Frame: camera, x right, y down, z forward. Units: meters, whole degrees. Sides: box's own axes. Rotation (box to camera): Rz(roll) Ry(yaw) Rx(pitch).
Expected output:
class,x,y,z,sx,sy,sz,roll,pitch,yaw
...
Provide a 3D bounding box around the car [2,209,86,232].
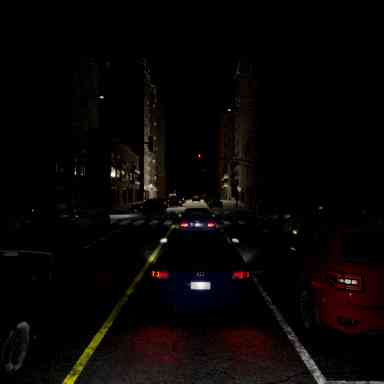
class,x,y,z,sx,sy,sz,roll,pitch,yaw
car,-5.702,1.547,12.294,1.887,1.381,4.507,1,0,1

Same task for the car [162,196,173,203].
class,x,y,z,sx,sy,sz,roll,pitch,yaw
car,-4.994,1.602,67.626,1.802,1.307,4.206,1,0,1

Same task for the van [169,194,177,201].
class,x,y,z,sx,sy,sz,roll,pitch,yaw
van,-4.775,1.371,84.643,1.690,1.788,3.998,1,0,1

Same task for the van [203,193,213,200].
class,x,y,z,sx,sy,sz,roll,pitch,yaw
van,3.460,1.358,61.837,1.690,1.788,3.998,1,0,1

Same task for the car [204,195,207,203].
class,x,y,z,sx,sy,sz,roll,pitch,yaw
car,3.385,1.597,56.164,1.802,1.307,4.206,1,0,1

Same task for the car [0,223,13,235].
class,x,y,z,sx,sy,sz,roll,pitch,yaw
car,-5.776,1.526,6.500,1.752,1.417,4.829,1,0,1

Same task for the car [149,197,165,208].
class,x,y,z,sx,sy,sz,roll,pitch,yaw
car,-5.212,1.557,50.609,1.887,1.381,4.507,1,0,1

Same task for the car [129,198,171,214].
class,x,y,z,sx,sy,sz,roll,pitch,yaw
car,-4.624,1.606,35.775,1.895,1.301,4.718,0,0,30

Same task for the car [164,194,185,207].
class,x,y,z,sx,sy,sz,roll,pitch,yaw
car,-2.481,1.364,48.719,2.097,1.767,4.553,0,0,1

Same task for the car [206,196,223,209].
class,x,y,z,sx,sy,sz,roll,pitch,yaw
car,3.240,1.593,44.818,1.802,1.307,4.206,1,0,1

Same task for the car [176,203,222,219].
class,x,y,z,sx,sy,sz,roll,pitch,yaw
car,0.270,1.552,17.741,2.033,1.411,5.357,0,0,0

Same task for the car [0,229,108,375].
class,x,y,z,sx,sy,sz,roll,pitch,yaw
car,-3.037,1.602,5.712,1.895,1.301,4.718,0,0,1

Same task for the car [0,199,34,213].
class,x,y,z,sx,sy,sz,roll,pitch,yaw
car,-16.422,1.342,29.240,4.902,1.511,2.128,1,-1,1

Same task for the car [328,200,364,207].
class,x,y,z,sx,sy,sz,roll,pitch,yaw
car,13.991,1.503,31.884,4.553,1.767,2.097,0,-1,1

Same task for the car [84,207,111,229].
class,x,y,z,sx,sy,sz,roll,pitch,yaw
car,-5.632,1.529,17.748,1.752,1.417,4.829,1,0,1

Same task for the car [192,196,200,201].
class,x,y,z,sx,sy,sz,roll,pitch,yaw
car,1.078,1.626,84.893,1.895,1.301,4.718,0,0,1

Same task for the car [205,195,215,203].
class,x,y,z,sx,sy,sz,roll,pitch,yaw
car,3.313,1.595,50.491,1.802,1.307,4.206,1,0,1

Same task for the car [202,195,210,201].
class,x,y,z,sx,sy,sz,roll,pitch,yaw
car,3.820,1.600,90.201,1.947,1.339,4.313,1,0,1

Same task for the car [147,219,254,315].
class,x,y,z,sx,sy,sz,roll,pitch,yaw
car,0.176,1.566,7.678,1.994,1.385,4.181,0,0,1

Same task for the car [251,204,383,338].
class,x,y,z,sx,sy,sz,roll,pitch,yaw
car,2.754,1.317,6.552,2.192,1.841,5.009,1,0,1

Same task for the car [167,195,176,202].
class,x,y,z,sx,sy,sz,roll,pitch,yaw
car,-4.848,1.466,78.970,1.967,1.590,4.097,1,0,1

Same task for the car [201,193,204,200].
class,x,y,z,sx,sy,sz,roll,pitch,yaw
car,3.533,1.335,67.510,2.192,1.841,5.009,1,0,1

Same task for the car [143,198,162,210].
class,x,y,z,sx,sy,sz,roll,pitch,yaw
car,-5.284,1.555,44.936,1.887,1.381,4.507,1,0,1

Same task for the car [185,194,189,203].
class,x,y,z,sx,sy,sz,roll,pitch,yaw
car,-2.205,1.567,65.657,2.033,1.411,5.357,0,0,1

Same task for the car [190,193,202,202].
class,x,y,z,sx,sy,sz,roll,pitch,yaw
car,0.953,1.565,74.194,2.033,1.411,5.357,0,0,1
